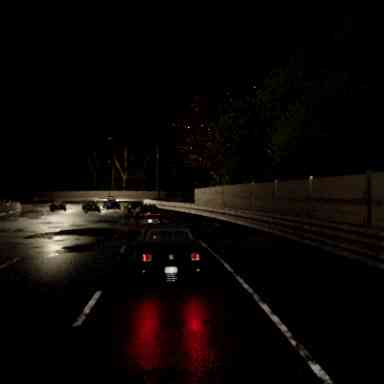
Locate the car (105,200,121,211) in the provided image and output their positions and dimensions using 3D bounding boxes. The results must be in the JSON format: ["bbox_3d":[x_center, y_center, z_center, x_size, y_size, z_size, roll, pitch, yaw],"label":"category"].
[{"bbox_3d":[-11.647,1.901,47.946,1.812,1.442,4.674,0,0,-26],"label":"car"}]

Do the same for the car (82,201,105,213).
[{"bbox_3d":[-12.762,1.879,42.002,2.033,1.411,5.357,0,0,-23],"label":"car"}]

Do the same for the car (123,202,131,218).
[{"bbox_3d":[-5.753,1.768,33.667,1.837,1.490,4.892,0,0,-17],"label":"car"}]

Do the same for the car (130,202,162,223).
[{"bbox_3d":[-3.356,1.697,24.729,1.837,1.490,4.892,0,0,-13],"label":"car"}]

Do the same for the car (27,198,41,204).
[{"bbox_3d":[-40.482,2.239,85.004,4.181,1.385,1.994,0,-1,40],"label":"car"}]

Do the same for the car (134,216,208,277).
[{"bbox_3d":[-0.776,1.682,10.541,1.895,1.301,4.718,0,0,-7],"label":"car"}]

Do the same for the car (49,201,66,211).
[{"bbox_3d":[-19.014,1.940,47.014,1.994,1.385,4.181,0,-1,-27],"label":"car"}]
